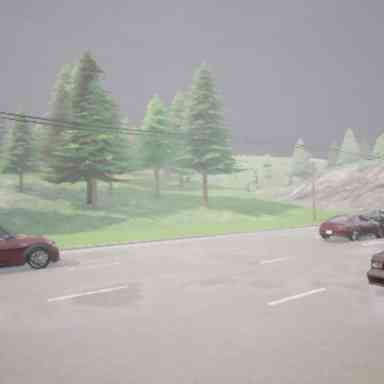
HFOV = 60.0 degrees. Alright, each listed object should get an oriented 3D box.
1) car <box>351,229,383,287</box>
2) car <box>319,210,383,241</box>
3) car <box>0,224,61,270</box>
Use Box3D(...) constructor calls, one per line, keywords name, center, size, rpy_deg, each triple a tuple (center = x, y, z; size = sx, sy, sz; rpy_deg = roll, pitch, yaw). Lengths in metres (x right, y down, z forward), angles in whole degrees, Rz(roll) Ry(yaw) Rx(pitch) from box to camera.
Box3D(name="car", center=(6.591, 1.709, 8.571), size=(5.357, 1.411, 2.033), rpy_deg=(0, -2, -36))
Box3D(name="car", center=(9.153, 1.973, 19.068), size=(4.674, 1.442, 1.812), rpy_deg=(0, -2, -36))
Box3D(name="car", center=(-7.084, 1.863, 11.641), size=(4.553, 1.767, 2.097), rpy_deg=(0, -2, -36))
